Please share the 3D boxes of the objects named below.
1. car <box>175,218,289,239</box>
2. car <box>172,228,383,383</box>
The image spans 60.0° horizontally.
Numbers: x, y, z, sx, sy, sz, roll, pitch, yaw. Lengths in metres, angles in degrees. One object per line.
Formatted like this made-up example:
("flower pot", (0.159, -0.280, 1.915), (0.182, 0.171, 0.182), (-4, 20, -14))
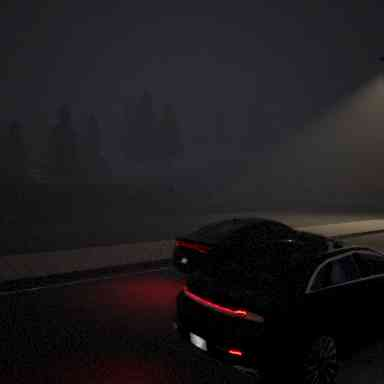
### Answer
("car", (1.822, 1.477, 9.346), (5.008, 1.535, 1.882), (0, 0, -36))
("car", (2.039, 1.491, 5.201), (4.902, 1.511, 2.128), (0, 0, -36))
